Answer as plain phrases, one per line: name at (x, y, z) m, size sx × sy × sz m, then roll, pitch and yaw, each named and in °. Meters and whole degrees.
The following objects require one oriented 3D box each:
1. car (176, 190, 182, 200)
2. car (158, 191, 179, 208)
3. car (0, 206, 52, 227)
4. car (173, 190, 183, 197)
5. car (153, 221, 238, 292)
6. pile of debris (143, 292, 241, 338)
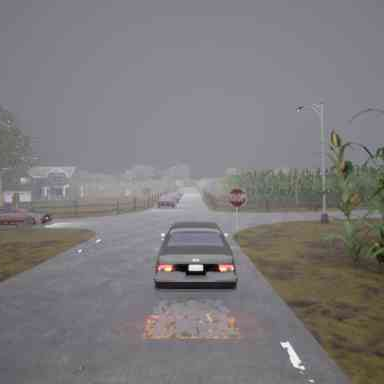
car at (-2.849, 0.828, 48.698) m, size 1.882 × 1.535 × 5.008 m, roll 0°, pitch 2°, yaw 0°
car at (-2.892, 1.040, 39.285) m, size 1.882 × 1.535 × 5.008 m, roll 0°, pitch 1°, yaw 1°
car at (-12.231, 1.714, 23.606) m, size 4.181 × 1.385 × 1.994 m, roll -1°, pitch 1°, yaw 4°
car at (-2.791, 0.291, 68.353) m, size 1.994 × 1.385 × 4.181 m, roll 0°, pitch 2°, yaw 0°
car at (0.075, 1.507, 8.984) m, size 2.033 × 1.411 × 5.357 m, roll 0°, pitch 0°, yaw 0°
pile of debris at (-0.004, 2.156, 5.998) m, size 1.500 × 0.140 × 1.860 m, roll 0°, pitch 0°, yaw 0°
